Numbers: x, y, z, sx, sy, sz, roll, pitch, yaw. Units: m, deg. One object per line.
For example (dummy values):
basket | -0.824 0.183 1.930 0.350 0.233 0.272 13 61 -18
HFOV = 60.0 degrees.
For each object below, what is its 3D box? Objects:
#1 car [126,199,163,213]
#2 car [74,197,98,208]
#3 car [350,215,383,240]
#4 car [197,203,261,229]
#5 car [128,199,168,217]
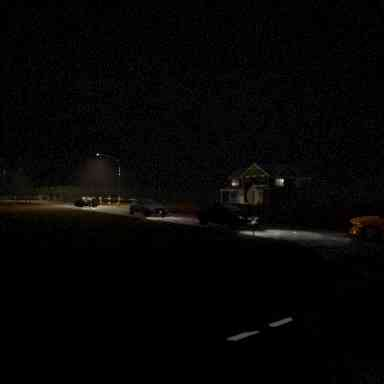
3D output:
car | -5.100 1.460 35.521 1.895 1.301 4.718 2 -1 -36
car | -13.490 1.335 42.344 1.994 1.385 4.181 2 -1 -35
car | 10.107 1.511 15.451 5.008 1.535 1.882 1 3 24
car | 2.132 1.401 20.530 1.812 1.442 4.674 2 -1 -35
car | -3.915 1.340 28.990 1.812 1.442 4.674 2 -1 -36
